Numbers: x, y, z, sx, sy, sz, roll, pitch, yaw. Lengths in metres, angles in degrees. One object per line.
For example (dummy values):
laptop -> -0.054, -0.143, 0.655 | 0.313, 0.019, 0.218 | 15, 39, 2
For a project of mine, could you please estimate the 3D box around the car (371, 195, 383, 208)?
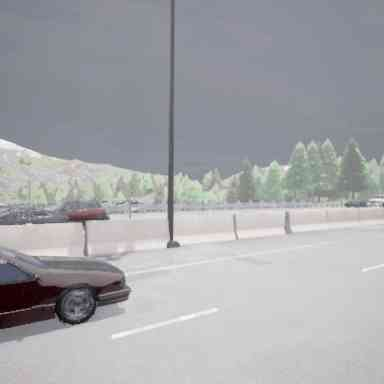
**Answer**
car -> 27.937, 1.417, 48.821 | 5.566, 2.045, 2.150 | 1, -1, -35

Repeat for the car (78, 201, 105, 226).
car -> -7.425, 1.319, 20.113 | 4.553, 1.767, 2.097 | 0, 0, -35

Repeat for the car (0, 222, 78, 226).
car -> -8.168, 1.479, 15.337 | 4.902, 1.511, 2.128 | 0, 0, -35

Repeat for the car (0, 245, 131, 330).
car -> -3.774, 1.548, 5.357 | 5.357, 1.411, 2.033 | 0, 0, -35
